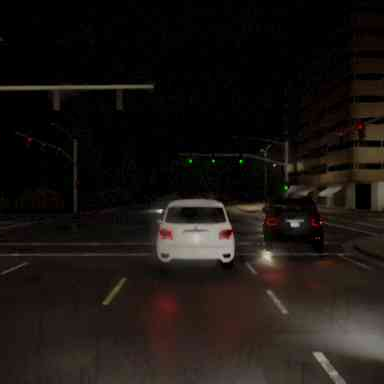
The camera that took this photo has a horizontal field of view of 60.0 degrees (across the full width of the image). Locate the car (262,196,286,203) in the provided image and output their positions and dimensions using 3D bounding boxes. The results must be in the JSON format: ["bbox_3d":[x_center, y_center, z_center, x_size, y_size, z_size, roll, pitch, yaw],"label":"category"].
[{"bbox_3d":[18.226,1.626,74.013,5.357,1.411,2.033,0,0,-34],"label":"car"}]

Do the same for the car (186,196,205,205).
[{"bbox_3d":[0.684,1.552,64.158,1.882,1.535,5.008,0,0,23],"label":"car"}]

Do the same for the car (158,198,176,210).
[{"bbox_3d":[-3.347,1.558,45.396,1.837,1.490,4.892,0,0,3],"label":"car"}]

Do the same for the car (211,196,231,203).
[{"bbox_3d":[6.404,1.610,72.786,2.128,1.511,4.902,0,0,38],"label":"car"}]

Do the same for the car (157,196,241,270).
[{"bbox_3d":[0.102,1.238,11.202,2.150,2.045,5.566,0,0,0],"label":"car"}]

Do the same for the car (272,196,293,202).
[{"bbox_3d":[21.866,1.617,80.038,4.674,1.442,1.812,0,0,-22],"label":"car"}]

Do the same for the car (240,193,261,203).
[{"bbox_3d":[13.098,1.312,74.523,5.566,2.045,2.150,0,0,-41],"label":"car"}]

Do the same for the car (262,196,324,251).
[{"bbox_3d":[4.264,1.240,14.382,2.150,2.045,5.566,-1,0,13],"label":"car"}]

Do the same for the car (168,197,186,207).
[{"bbox_3d":[-2.407,1.568,54.632,1.837,1.490,4.892,0,0,13],"label":"car"}]
